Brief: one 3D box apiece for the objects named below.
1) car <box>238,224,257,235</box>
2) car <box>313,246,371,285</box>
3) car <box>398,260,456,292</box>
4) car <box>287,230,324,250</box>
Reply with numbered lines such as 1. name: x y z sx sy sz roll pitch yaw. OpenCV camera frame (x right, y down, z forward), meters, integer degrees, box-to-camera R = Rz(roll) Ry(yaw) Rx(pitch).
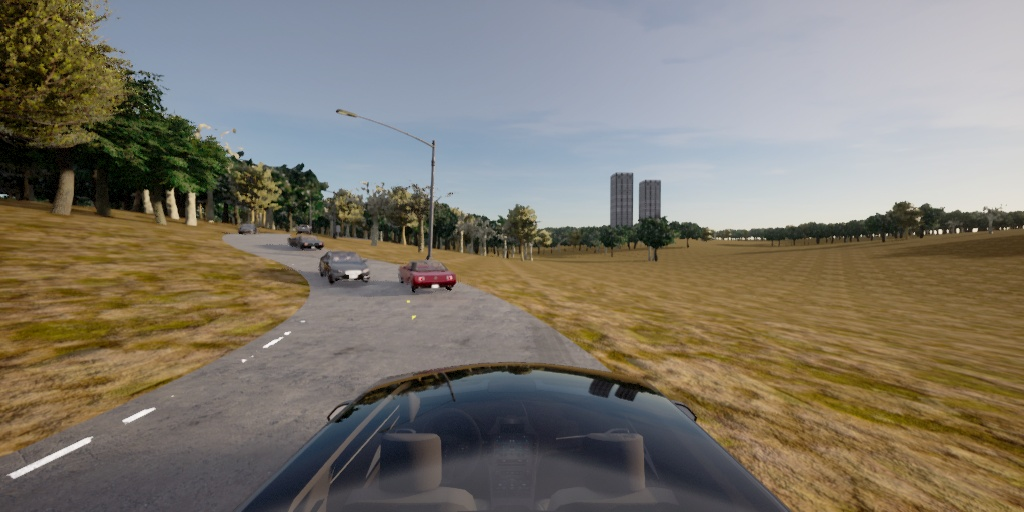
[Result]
1. car: -35.977 -3.635 48.858 1.837 1.490 4.892 -1 5 -31
2. car: -8.890 0.514 18.919 2.128 1.511 4.902 -1 5 -35
3. car: -4.241 0.857 17.261 1.895 1.301 4.718 0 4 -26
4. car: -19.714 -1.361 34.139 4.718 1.301 1.895 10 10 42
